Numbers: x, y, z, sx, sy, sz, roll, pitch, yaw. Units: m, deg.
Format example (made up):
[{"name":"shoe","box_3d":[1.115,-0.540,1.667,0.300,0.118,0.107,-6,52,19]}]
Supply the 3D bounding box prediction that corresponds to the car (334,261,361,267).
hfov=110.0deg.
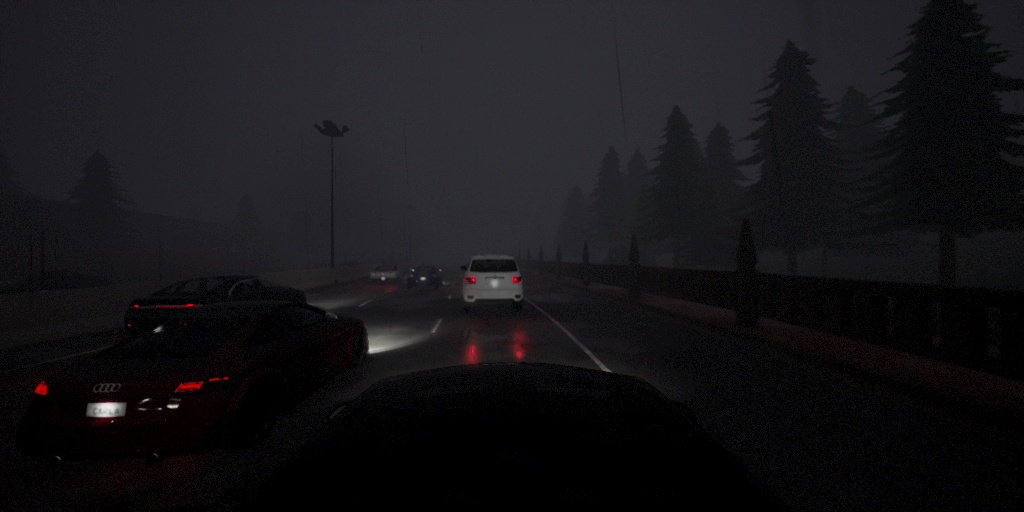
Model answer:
[{"name":"car","box_3d":[-18.987,1.314,41.892,1.837,1.490,4.892,0,0,-8]}]

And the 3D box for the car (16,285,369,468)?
[{"name":"car","box_3d":[-3.659,1.326,5.170,1.994,1.385,4.181,0,0,-2]}]

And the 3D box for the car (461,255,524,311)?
[{"name":"car","box_3d":[-0.882,0.973,14.630,2.150,2.045,5.566,0,0,-6]}]

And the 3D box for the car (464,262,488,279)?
[{"name":"car","box_3d":[-3.520,1.305,33.957,2.033,1.411,5.357,0,0,-8]}]

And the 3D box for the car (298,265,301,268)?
[{"name":"car","box_3d":[-26.988,1.437,48.505,1.895,1.301,4.718,0,0,-8]}]

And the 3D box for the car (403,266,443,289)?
[{"name":"car","box_3d":[-5.586,1.330,23.446,1.994,1.385,4.181,0,0,-8]}]

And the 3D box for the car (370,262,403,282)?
[{"name":"car","box_3d":[-9.849,1.381,28.748,1.895,1.301,4.718,0,0,-8]}]

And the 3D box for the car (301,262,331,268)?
[{"name":"car","box_3d":[-22.580,1.423,42.279,1.895,1.301,4.718,0,0,-8]}]

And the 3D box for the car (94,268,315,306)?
[{"name":"car","box_3d":[-7.443,1.266,9.698,2.128,1.511,4.902,0,0,-5]}]

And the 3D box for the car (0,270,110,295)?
[{"name":"car","box_3d":[-22.546,1.374,17.213,2.033,1.411,5.357,0,0,-8]}]
